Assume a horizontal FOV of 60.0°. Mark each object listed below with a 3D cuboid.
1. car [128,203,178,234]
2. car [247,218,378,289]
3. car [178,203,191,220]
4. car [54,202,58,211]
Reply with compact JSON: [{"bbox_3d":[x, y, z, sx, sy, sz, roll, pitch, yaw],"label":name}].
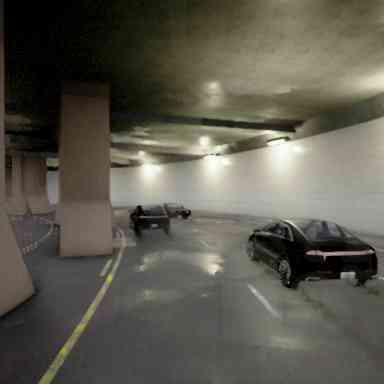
[{"bbox_3d":[-2.501,1.440,18.796,2.128,1.511,4.902,0,0,-15],"label":"car"},{"bbox_3d":[2.891,1.449,9.080,2.128,1.511,4.902,0,0,-6],"label":"car"},{"bbox_3d":[-1.877,1.521,26.838,1.895,1.301,4.718,0,0,-26],"label":"car"},{"bbox_3d":[-13.581,1.443,36.860,4.892,1.490,1.837,0,0,44],"label":"car"}]
